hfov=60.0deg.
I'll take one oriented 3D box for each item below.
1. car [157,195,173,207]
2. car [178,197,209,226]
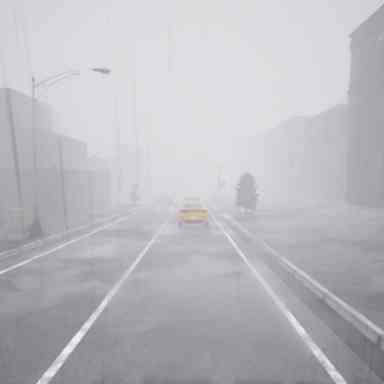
[{"bbox_3d":[-3.560,1.120,44.910,1.882,1.535,5.008,0,0,0],"label":"car"},{"bbox_3d":[0.095,1.333,22.214,1.882,1.535,5.008,0,1,0],"label":"car"}]
